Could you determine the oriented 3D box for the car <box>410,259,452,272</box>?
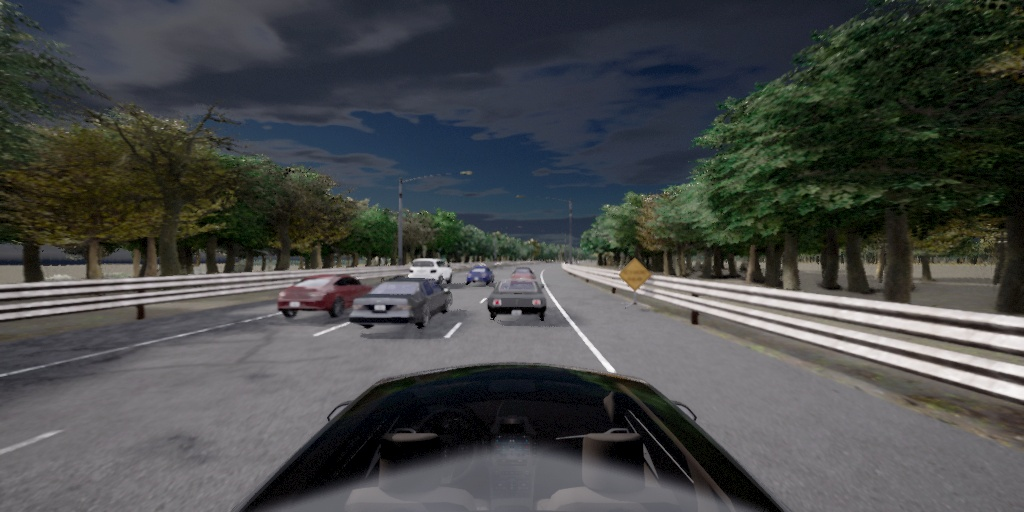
[{"bbox_3d":[-6.170,1.263,27.810,2.150,2.045,5.566,0,0,4],"label":"car"}]

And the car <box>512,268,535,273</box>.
[{"bbox_3d":[0.911,1.619,28.760,1.994,1.385,4.181,0,-1,4],"label":"car"}]

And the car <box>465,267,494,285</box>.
[{"bbox_3d":[-2.553,1.586,29.471,1.812,1.442,4.674,0,0,4],"label":"car"}]

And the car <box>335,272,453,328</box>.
[{"bbox_3d":[-3.327,1.410,11.793,2.033,1.411,5.357,0,-1,2],"label":"car"}]

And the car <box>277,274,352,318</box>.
[{"bbox_3d":[-6.753,1.408,13.591,1.812,1.442,4.674,0,-1,2],"label":"car"}]

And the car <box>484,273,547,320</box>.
[{"bbox_3d":[0.236,1.481,13.240,1.895,1.301,4.718,0,-1,2],"label":"car"}]

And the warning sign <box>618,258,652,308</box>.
[{"bbox_3d":[4.751,1.005,13.879,1.300,1.860,1.060,0,0,2],"label":"warning sign"}]
